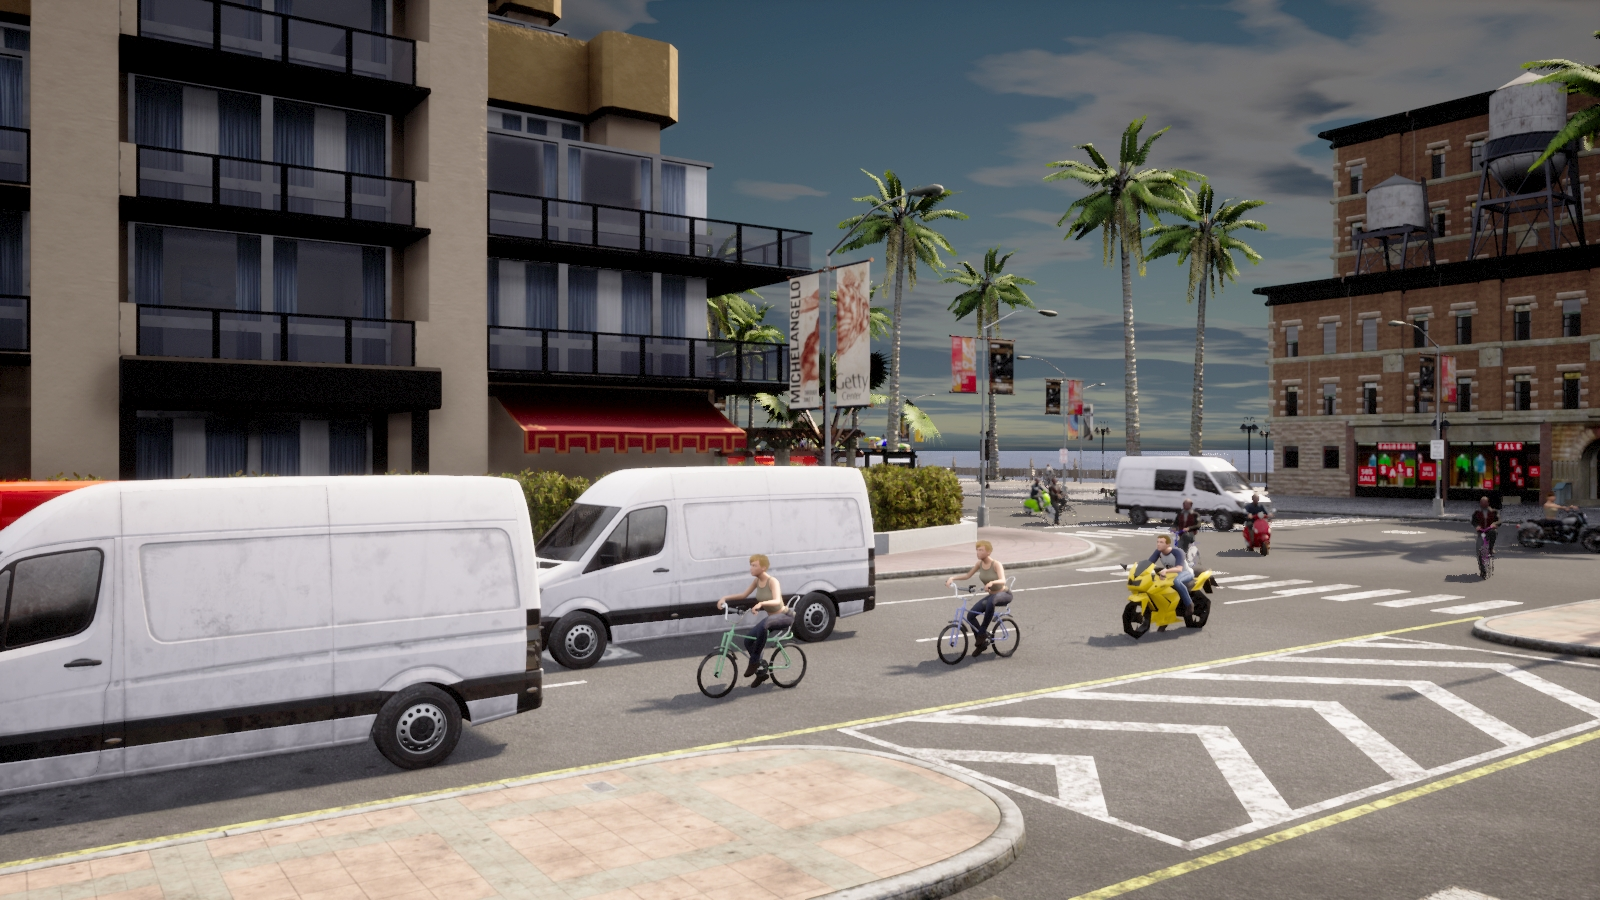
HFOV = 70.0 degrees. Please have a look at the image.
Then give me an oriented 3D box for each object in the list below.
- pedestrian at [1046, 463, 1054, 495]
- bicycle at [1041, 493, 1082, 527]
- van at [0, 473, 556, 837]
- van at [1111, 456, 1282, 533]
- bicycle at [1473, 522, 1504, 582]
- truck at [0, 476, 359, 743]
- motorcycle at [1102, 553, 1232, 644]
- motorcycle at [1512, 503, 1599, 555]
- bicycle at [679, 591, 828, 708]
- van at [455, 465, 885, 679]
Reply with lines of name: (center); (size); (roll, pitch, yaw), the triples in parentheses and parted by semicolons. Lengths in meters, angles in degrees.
pedestrian: (14.807, 1.696, 67.665); (0.375, 1.860, 0.375); (0, 0, 42)
bicycle: (9.664, 2.210, 42.324); (0.329, 1.171, 1.835); (-2, 0, -28)
van: (-5.288, 1.534, 9.874); (5.915, 2.561, 1.988); (0, 0, -34)
van: (14.411, 1.534, 41.899); (1.988, 2.561, 5.915); (0, 0, -34)
bicycle: (15.013, 2.210, 24.913); (0.329, 1.171, 1.835); (-4, -3, 37)
truck: (-7.827, 1.568, 12.387); (5.204, 2.467, 2.627); (0, 0, -35)
motorcycle: (5.572, 2.213, 17.294); (2.033, 1.145, 0.803); (0, 0, -34)
motorcycle: (21.216, 2.169, 31.731); (0.764, 1.277, 2.356); (0, 0, -34)
bicycle: (-0.533, 2.256, 13.140); (1.487, 1.080, 0.859); (0, 0, -35)
van: (-1.725, 1.534, 16.503); (5.915, 2.561, 1.988); (0, 0, -34)
